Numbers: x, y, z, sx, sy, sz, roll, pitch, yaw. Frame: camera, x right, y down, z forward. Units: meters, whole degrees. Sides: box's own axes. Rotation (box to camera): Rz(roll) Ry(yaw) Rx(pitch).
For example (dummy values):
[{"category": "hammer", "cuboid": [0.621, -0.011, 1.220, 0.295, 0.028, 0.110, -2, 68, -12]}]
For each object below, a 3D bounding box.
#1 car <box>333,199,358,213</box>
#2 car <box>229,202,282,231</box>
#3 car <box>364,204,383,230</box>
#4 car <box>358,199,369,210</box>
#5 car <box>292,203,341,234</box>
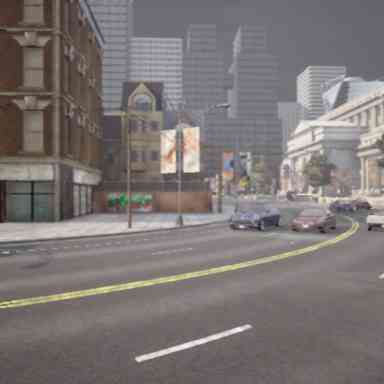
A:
[{"category": "car", "cuboid": [18.297, 1.763, 41.048, 1.812, 1.442, 4.674, 0, 0, 6]}, {"category": "car", "cuboid": [4.220, 1.488, 21.698, 2.097, 1.767, 4.553, 0, 0, 34]}, {"category": "car", "cuboid": [12.456, 1.722, 21.586, 1.895, 1.301, 4.718, 0, 0, 29]}, {"category": "car", "cuboid": [21.836, 1.756, 44.136, 1.837, 1.490, 4.892, 0, 0, 2]}, {"category": "car", "cuboid": [7.594, 1.647, 20.408, 1.812, 1.442, 4.674, 0, -1, 34]}]
